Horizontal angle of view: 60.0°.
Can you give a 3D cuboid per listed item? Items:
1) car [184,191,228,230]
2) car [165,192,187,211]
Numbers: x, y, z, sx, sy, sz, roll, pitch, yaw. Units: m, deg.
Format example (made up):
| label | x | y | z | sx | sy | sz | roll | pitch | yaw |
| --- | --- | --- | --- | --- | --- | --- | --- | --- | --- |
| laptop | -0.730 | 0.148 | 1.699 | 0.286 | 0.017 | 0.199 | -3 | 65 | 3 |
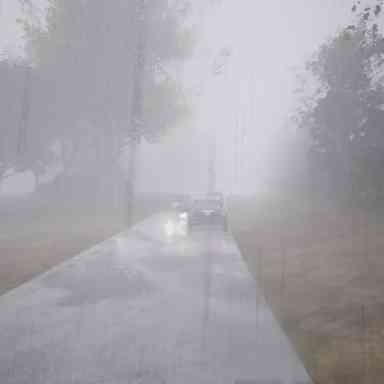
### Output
| label | x | y | z | sx | sy | sz | roll | pitch | yaw |
| --- | --- | --- | --- | --- | --- | --- | --- | --- | --- |
| car | 0.945 | 1.048 | 19.103 | 2.097 | 1.767 | 4.553 | 0 | 2 | 4 |
| car | -1.097 | 0.788 | 29.100 | 2.128 | 1.511 | 4.902 | 2 | 2 | 6 |
